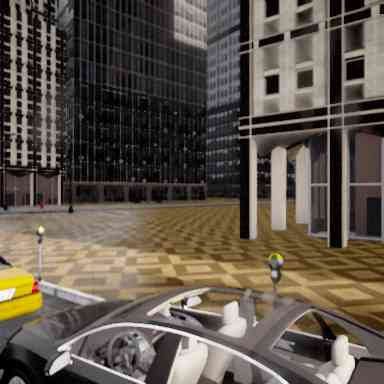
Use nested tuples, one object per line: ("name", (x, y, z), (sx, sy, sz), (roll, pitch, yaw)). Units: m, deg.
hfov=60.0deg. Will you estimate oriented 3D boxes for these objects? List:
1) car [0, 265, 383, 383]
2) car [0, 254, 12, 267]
("car", (0.013, 1.548, 2.868), (4.403, 1.369, 2.008), (0, 0, 35))
("car", (-4.742, 1.511, 6.259), (4.829, 1.417, 1.752), (0, 0, 35))
